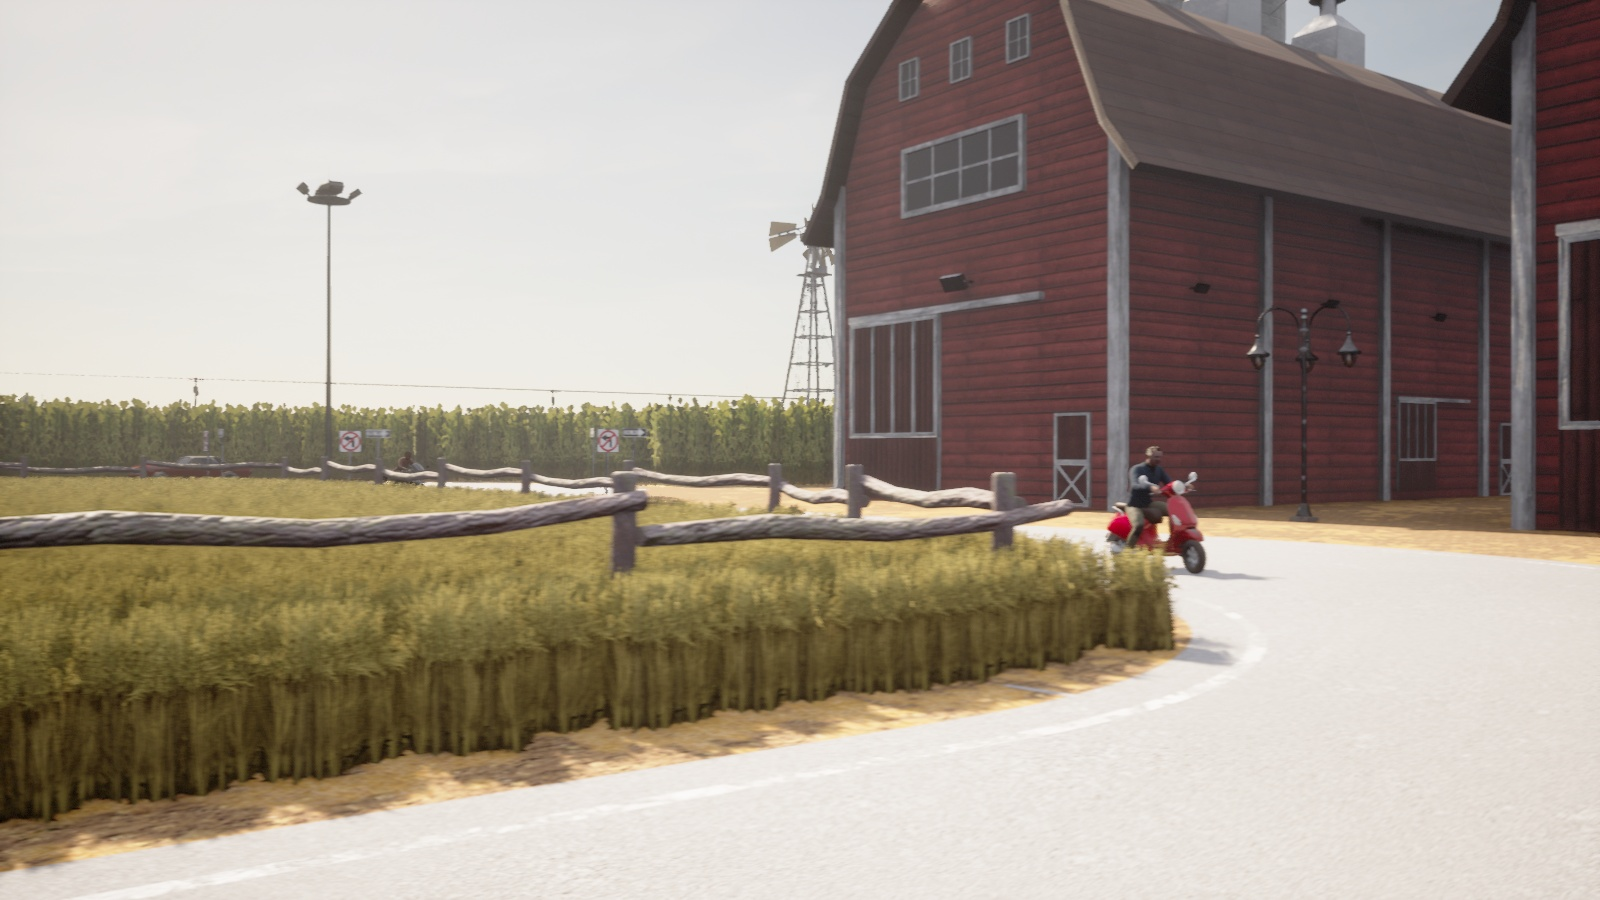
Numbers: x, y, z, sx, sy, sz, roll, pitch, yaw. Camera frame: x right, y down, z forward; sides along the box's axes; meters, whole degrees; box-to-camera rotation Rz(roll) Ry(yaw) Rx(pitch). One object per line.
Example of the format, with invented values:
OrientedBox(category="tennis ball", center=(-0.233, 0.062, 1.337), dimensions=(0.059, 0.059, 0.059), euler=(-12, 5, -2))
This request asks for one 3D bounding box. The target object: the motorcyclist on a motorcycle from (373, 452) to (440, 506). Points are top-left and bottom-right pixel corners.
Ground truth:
OrientedBox(category="motorcyclist on a motorcycle", center=(-11.655, 0.836, 37.192), dimensions=(2.044, 1.523, 0.797), euler=(0, 2, 36))

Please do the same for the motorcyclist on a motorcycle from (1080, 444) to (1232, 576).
OrientedBox(category="motorcyclist on a motorcycle", center=(4.531, 0.726, 16.116), dimensions=(0.866, 1.590, 1.817), euler=(0, 0, -27))

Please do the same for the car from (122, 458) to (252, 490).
OrientedBox(category="car", center=(-26.691, 1.024, 54.803), dimensions=(1.895, 1.301, 4.718), euler=(0, 0, 43))
